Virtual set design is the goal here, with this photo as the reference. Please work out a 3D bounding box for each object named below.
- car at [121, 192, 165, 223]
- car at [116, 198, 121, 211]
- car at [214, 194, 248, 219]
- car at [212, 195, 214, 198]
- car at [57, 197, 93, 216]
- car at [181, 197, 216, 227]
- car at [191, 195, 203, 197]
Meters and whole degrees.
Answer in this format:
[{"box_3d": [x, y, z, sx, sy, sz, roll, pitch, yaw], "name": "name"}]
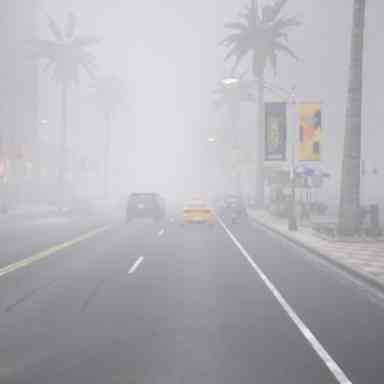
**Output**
[{"box_3d": [-3.165, 1.019, 23.468, 2.150, 2.045, 5.566, 0, 0, 1], "name": "car"}, {"box_3d": [-6.691, 1.045, 35.641, 2.097, 1.767, 4.553, 0, 0, 1], "name": "car"}, {"box_3d": [3.393, 1.105, 29.153, 2.185, 1.767, 4.553, 0, 0, 1], "name": "car"}, {"box_3d": [3.929, 1.077, 51.079, 2.161, 1.482, 4.786, 0, 0, 1], "name": "car"}, {"box_3d": [-10.284, 1.235, 29.585, 2.128, 1.511, 4.902, 0, 1, 1], "name": "car"}, {"box_3d": [0.314, 1.294, 21.408, 1.882, 1.535, 5.008, 0, 0, 1], "name": "car"}, {"box_3d": [0.596, 1.135, 39.997, 1.882, 1.535, 5.008, 0, 0, 1], "name": "car"}]
